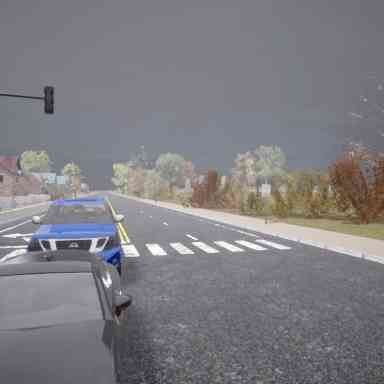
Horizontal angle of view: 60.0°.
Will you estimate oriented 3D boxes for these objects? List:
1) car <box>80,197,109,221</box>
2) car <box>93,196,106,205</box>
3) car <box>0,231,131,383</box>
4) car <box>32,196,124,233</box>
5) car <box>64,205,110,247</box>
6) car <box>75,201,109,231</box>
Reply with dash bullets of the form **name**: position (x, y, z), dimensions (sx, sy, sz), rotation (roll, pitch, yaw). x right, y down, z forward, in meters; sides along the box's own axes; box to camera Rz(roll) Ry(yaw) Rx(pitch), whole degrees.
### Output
- **car**: position (-8.033, 1.337, 27.631), dimensions (2.097, 1.767, 4.553), rotation (0, 0, -15)
- **car**: position (-16.734, 1.437, 60.239), dimensions (2.128, 1.511, 4.902), rotation (0, 0, -15)
- **car**: position (-1.740, 1.524, 3.956), dimensions (1.812, 1.442, 4.674), rotation (0, 0, -12)
- **car**: position (-3.345, 1.218, 10.054), dimensions (2.150, 2.045, 5.566), rotation (0, 0, -15)
- **car**: position (-4.968, 1.498, 16.135), dimensions (1.837, 1.490, 4.892), rotation (0, 0, -15)
- **car**: position (-6.505, 1.468, 21.889), dimensions (1.882, 1.535, 5.008), rotation (0, 0, -15)
